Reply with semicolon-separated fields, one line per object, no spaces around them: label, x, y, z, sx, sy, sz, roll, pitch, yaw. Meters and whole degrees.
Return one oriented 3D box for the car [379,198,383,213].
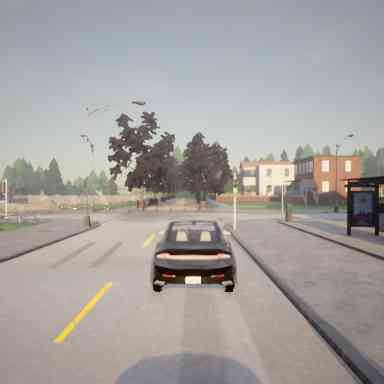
car;18.435;1.356;33.332;4.553;1.767;2.097;0;0;0

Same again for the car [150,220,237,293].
car;0.052;1.493;8.874;2.128;1.511;4.902;0;0;1
